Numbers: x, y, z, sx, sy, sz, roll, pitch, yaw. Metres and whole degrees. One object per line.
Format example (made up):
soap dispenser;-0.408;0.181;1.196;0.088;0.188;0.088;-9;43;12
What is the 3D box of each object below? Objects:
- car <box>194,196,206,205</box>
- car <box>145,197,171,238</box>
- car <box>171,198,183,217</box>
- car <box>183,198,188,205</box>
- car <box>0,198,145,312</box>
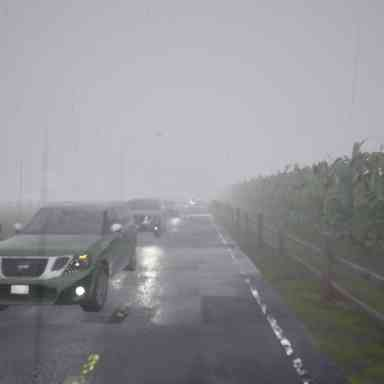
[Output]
car;1.824;2.043;71.030;1.812;1.442;4.674;0;0;1
car;-2.629;1.341;18.768;2.150;2.045;5.566;0;0;1
car;-2.357;1.577;33.790;2.097;1.767;4.553;0;0;1
car;-1.917;1.982;68.772;1.837;1.490;4.892;0;0;1
car;-2.765;1.268;8.204;2.150;2.045;5.566;0;-1;1
